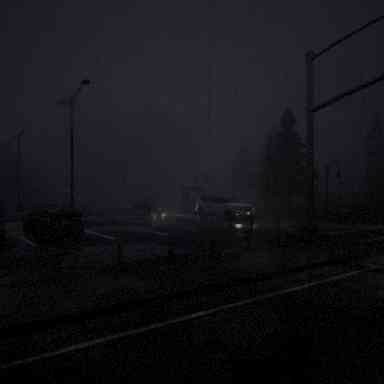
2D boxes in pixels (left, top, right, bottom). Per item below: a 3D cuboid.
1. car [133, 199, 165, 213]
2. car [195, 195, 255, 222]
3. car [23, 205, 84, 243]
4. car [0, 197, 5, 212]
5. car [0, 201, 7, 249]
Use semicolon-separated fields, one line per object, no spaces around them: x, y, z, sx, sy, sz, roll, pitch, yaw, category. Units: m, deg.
-4.802;1.503;36.836;2.128;1.511;4.902;0;0;-37;car
2.542;1.233;26.901;2.150;2.045;5.566;0;0;-37;car
-6.407;1.342;15.288;2.007;1.523;4.514;0;0;-36;car
-21.702;1.376;36.356;1.845;1.501;3.633;0;0;-36;car
-8.916;1.331;13.404;2.152;1.636;5.027;0;0;-36;car
